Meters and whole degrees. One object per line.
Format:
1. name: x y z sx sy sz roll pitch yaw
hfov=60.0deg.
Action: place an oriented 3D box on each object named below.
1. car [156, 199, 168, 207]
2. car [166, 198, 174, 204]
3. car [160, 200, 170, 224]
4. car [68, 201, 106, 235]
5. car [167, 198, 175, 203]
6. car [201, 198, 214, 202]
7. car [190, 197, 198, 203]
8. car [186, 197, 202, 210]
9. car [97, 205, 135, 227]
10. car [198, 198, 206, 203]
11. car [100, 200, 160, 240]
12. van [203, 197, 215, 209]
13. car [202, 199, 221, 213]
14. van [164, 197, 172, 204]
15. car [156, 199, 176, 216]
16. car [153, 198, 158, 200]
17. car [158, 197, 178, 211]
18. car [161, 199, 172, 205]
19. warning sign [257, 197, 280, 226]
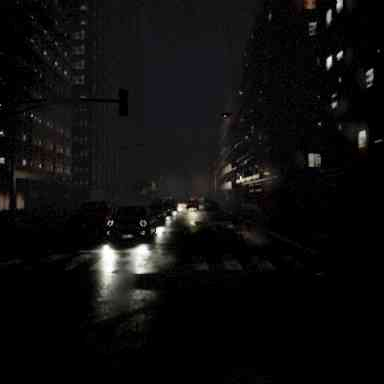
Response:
1. car: -5.699 2.091 64.125 2.008 1.369 4.403 0 -1 0
2. car: -5.701 2.290 86.215 1.887 1.381 4.507 0 -1 0
3. car: -3.098 1.695 26.772 1.882 1.535 5.008 0 0 0
4. car: -5.695 1.476 19.945 2.192 1.841 5.009 0 0 0
5. car: -5.702 2.364 91.738 1.947 1.339 4.313 0 -1 0
6. car: 2.684 1.919 47.728 1.752 1.417 4.829 0 -1 0
7. car: 0.647 2.148 92.035 2.097 1.767 4.553 0 -1 0
8. car: 0.096 1.908 48.884 1.837 1.490 4.892 0 -1 0
9. car: -5.695 1.772 25.466 1.947 1.339 4.313 0 0 0
10. car: 2.679 2.350 91.739 2.008 1.369 4.403 0 -1 0
11. car: -3.102 1.494 17.683 2.097 1.767 4.553 0 0 0
12. van: 2.683 1.782 53.082 1.690 1.788 3.998 0 -1 0
13. car: 2.684 1.910 42.035 1.947 1.339 4.313 0 0 0
14. van: -5.701 2.034 80.694 1.690 1.788 3.998 0 -1 0
15. car: -3.098 1.820 36.080 1.812 1.442 4.674 0 0 1
16. car: -5.698 2.006 53.080 1.947 1.339 4.313 0 -1 0
17. car: -3.045 1.730 46.012 2.097 1.767 4.553 0 0 0
18. car: -5.700 2.193 75.170 2.008 1.369 4.403 0 -1 0
19. warning sign: 5.066 1.294 22.073 1.300 1.860 1.060 0 0 0
